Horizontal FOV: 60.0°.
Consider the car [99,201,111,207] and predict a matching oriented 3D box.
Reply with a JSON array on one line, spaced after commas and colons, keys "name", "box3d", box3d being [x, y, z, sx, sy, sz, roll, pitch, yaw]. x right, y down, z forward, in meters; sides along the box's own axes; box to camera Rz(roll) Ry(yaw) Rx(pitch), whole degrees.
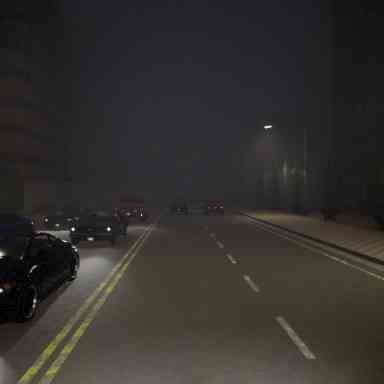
[{"name": "car", "box3d": [-8.376, 1.564, 32.022, 1.994, 1.385, 4.181, 0, 0, -2]}]

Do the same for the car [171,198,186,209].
[{"name": "car", "box3d": [-1.902, 1.547, 46.490, 2.033, 1.411, 5.357, 0, 0, -2]}]

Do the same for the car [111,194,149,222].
[{"name": "car", "box3d": [-4.659, 1.221, 26.411, 2.150, 2.045, 5.566, 0, 0, -3]}]

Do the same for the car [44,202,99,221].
[{"name": "car", "box3d": [-7.991, 1.547, 22.112, 2.033, 1.411, 5.357, 0, 0, -3]}]

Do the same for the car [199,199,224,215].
[{"name": "car", "box3d": [2.147, 1.547, 34.208, 2.033, 1.411, 5.357, 0, 0, -2]}]

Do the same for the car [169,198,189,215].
[{"name": "car", "box3d": [-1.368, 1.491, 34.601, 2.128, 1.511, 4.902, 0, 0, -2]}]

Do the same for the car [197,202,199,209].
[{"name": "car", "box3d": [1.688, 1.601, 43.842, 1.895, 1.301, 4.718, 0, 0, -2]}]

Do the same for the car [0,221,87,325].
[{"name": "car", "box3d": [-3.847, 1.564, 6.977, 1.994, 1.385, 4.181, 0, 0, -2]}]

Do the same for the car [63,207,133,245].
[{"name": "car", "box3d": [-4.218, 1.601, 15.729, 1.895, 1.301, 4.718, 0, 0, -2]}]

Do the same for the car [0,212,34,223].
[{"name": "car", "box3d": [-7.572, 1.478, 12.207, 1.882, 1.535, 5.008, 0, 0, -3]}]
